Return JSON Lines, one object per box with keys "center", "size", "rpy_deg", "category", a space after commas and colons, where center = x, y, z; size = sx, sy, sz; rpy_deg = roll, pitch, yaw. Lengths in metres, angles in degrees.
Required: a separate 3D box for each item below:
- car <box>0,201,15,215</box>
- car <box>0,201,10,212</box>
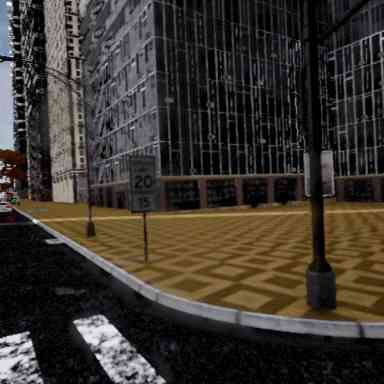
{"center": [-20.491, 1.739, 36.013], "size": [1.812, 1.442, 4.674], "rpy_deg": [-3, 1, -30], "category": "car"}
{"center": [-25.891, 1.889, 44.992], "size": [1.895, 1.301, 4.718], "rpy_deg": [-3, 1, -31], "category": "car"}
